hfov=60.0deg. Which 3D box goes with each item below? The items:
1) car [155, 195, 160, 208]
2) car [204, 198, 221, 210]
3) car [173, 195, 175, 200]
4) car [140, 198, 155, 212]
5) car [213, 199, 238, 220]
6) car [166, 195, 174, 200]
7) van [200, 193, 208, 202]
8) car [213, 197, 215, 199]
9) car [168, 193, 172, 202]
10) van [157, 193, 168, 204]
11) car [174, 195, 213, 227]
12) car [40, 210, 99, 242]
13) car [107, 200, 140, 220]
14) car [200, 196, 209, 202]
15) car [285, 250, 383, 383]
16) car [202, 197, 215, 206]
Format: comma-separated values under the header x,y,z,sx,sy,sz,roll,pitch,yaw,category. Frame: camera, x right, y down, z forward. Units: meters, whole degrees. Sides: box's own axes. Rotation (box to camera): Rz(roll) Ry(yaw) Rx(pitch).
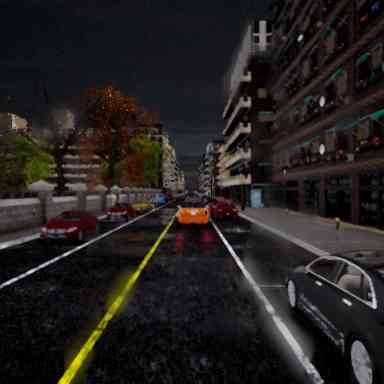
x,y,z,sx,sy,sz,roll,pitch,yaw,category
-5.717,1.494,43.687,2.008,1.369,4.403,0,0,0,car
2.663,1.509,43.692,1.947,1.339,4.313,0,0,0,car
-5.739,1.223,82.433,2.192,1.841,5.009,0,0,0,car
-5.714,1.474,37.981,1.752,1.417,4.829,0,0,0,car
2.672,1.507,27.086,1.887,1.381,4.507,0,0,0,car
-5.740,1.470,87.968,1.947,1.339,4.313,0,0,0,car
2.644,1.254,76.903,1.690,1.788,3.998,0,0,0,van
2.669,1.500,32.621,1.887,1.381,4.507,0,0,0,car
-5.731,1.237,65.827,2.192,1.841,5.009,0,0,0,car
-5.727,1.268,60.291,1.690,1.788,3.998,0,0,0,van
0.087,1.320,22.608,2.097,1.767,4.553,0,0,0,car
-5.703,1.558,16.010,1.802,1.307,4.206,0,0,0,car
-5.708,1.543,27.081,1.802,1.307,4.206,0,0,0,car
2.649,1.483,71.367,1.947,1.339,4.313,0,0,0,car
2.684,1.544,4.946,2.008,1.369,4.403,0,0,0,car
2.657,1.498,54.762,1.947,1.339,4.313,0,0,0,car
